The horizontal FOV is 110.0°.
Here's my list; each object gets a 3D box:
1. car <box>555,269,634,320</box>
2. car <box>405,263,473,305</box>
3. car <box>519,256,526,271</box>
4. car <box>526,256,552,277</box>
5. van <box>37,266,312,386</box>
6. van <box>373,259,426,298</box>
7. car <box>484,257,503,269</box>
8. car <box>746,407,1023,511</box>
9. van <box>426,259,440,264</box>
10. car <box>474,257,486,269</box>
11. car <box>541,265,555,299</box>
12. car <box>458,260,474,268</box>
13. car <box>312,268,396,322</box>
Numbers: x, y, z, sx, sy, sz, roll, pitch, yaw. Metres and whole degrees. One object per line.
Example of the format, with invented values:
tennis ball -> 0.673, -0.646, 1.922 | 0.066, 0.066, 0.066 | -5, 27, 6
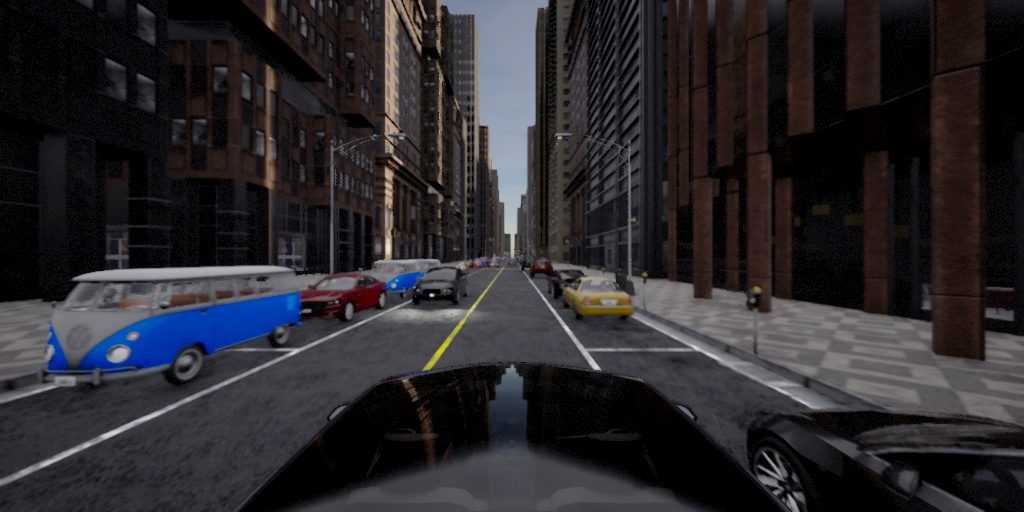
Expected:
car -> 2.765, 1.276, 12.516 | 1.751, 1.417, 4.829 | 0, 0, 0
car -> -3.095, 1.256, 16.236 | 1.837, 1.490, 4.892 | 0, 0, 0
car -> 2.406, 0.995, 50.074 | 2.150, 2.045, 5.566 | 0, 0, 0
car -> 2.771, 1.072, 34.821 | 2.192, 1.841, 5.009 | 0, 0, 0
van -> -5.761, 1.091, 6.722 | 1.690, 1.789, 3.998 | 0, 0, 0
van -> -5.759, 1.093, 17.958 | 1.690, 1.789, 3.998 | 0, 0, 0
car -> -3.035, 1.266, 58.122 | 2.128, 1.511, 4.902 | 0, 0, 1
car -> 2.762, 1.316, 1.108 | 1.948, 1.339, 4.313 | 0, 0, 0
van -> -5.757, 1.094, 23.577 | 1.690, 1.789, 3.998 | 0, 0, 0
car -> -5.749, 1.318, 57.286 | 1.888, 1.381, 4.507 | 0, 0, 0
car -> 2.766, 1.318, 17.965 | 1.948, 1.339, 4.313 | 0, 0, 0
car -> -5.753, 1.286, 40.261 | 1.751, 1.417, 4.829 | 0, 0, 0
car -> -5.760, 1.296, 12.340 | 1.888, 1.381, 4.507 | 0, 0, 0
